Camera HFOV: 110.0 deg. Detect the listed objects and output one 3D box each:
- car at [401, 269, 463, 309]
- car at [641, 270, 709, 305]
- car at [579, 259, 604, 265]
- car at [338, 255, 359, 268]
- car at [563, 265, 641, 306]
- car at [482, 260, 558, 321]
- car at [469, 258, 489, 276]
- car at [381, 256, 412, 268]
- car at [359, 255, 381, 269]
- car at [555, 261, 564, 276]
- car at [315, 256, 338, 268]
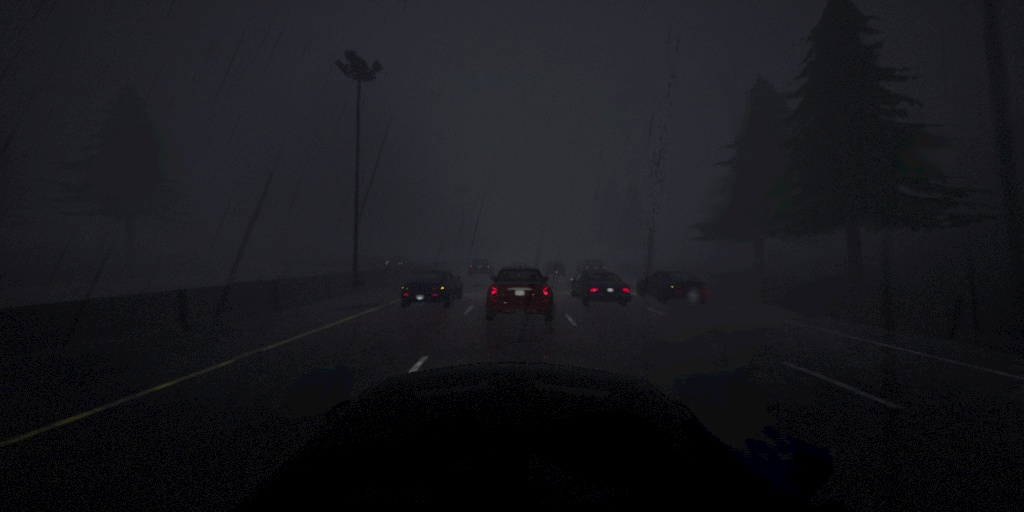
[{"bbox_3d":[-3.203,1.260,14.920,1.812,1.442,4.674,1,0,1],"label":"car"},{"bbox_3d":[7.316,1.368,16.647,1.812,1.442,4.674,1,0,1],"label":"car"},{"bbox_3d":[7.650,1.081,34.690,2.097,1.767,4.553,1,1,1],"label":"car"},{"bbox_3d":[-20.299,0.630,46.944,2.097,1.767,4.553,1,1,1],"label":"car"},{"bbox_3d":[3.813,1.353,16.238,2.033,1.411,5.357,1,0,1],"label":"car"},{"bbox_3d":[0.268,1.125,12.847,2.097,1.767,4.553,1,0,1],"label":"car"},{"bbox_3d":[-2.856,0.975,34.427,2.097,1.767,4.553,1,1,1],"label":"car"},{"bbox_3d":[-13.396,0.767,42.556,2.097,1.767,4.553,1,1,1],"label":"car"},{"bbox_3d":[-16.852,0.852,44.848,1.837,1.490,4.892,1,1,1],"label":"car"},{"bbox_3d":[4.164,1.191,35.560,1.837,1.490,4.892,1,1,1],"label":"car"},{"bbox_3d":[-23.797,0.767,47.034,1.812,1.442,4.674,1,1,1],"label":"car"}]
